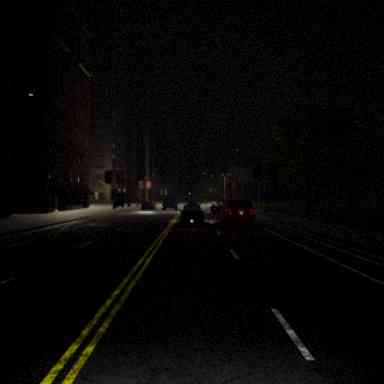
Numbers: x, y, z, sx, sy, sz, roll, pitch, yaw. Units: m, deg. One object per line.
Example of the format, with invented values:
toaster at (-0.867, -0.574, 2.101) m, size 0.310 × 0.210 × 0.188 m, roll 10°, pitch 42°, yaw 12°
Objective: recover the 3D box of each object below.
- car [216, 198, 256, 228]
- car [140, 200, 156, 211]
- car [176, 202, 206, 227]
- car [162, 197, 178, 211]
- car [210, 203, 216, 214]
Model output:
car at (3.255, 1.486, 24.552) m, size 2.150 × 2.045 × 5.566 m, roll 0°, pitch 0°, yaw 0°
car at (-6.581, 2.035, 50.299) m, size 2.128 × 1.511 × 4.902 m, roll 0°, pitch -1°, yaw 0°
car at (0.015, 1.781, 25.576) m, size 1.837 × 1.490 × 4.892 m, roll 0°, pitch 0°, yaw 0°
car at (-3.328, 1.773, 50.701) m, size 2.150 × 2.045 × 5.566 m, roll 0°, pitch -1°, yaw 0°
car at (3.301, 2.053, 41.998) m, size 1.895 × 1.301 × 4.718 m, roll 0°, pitch -1°, yaw 0°
